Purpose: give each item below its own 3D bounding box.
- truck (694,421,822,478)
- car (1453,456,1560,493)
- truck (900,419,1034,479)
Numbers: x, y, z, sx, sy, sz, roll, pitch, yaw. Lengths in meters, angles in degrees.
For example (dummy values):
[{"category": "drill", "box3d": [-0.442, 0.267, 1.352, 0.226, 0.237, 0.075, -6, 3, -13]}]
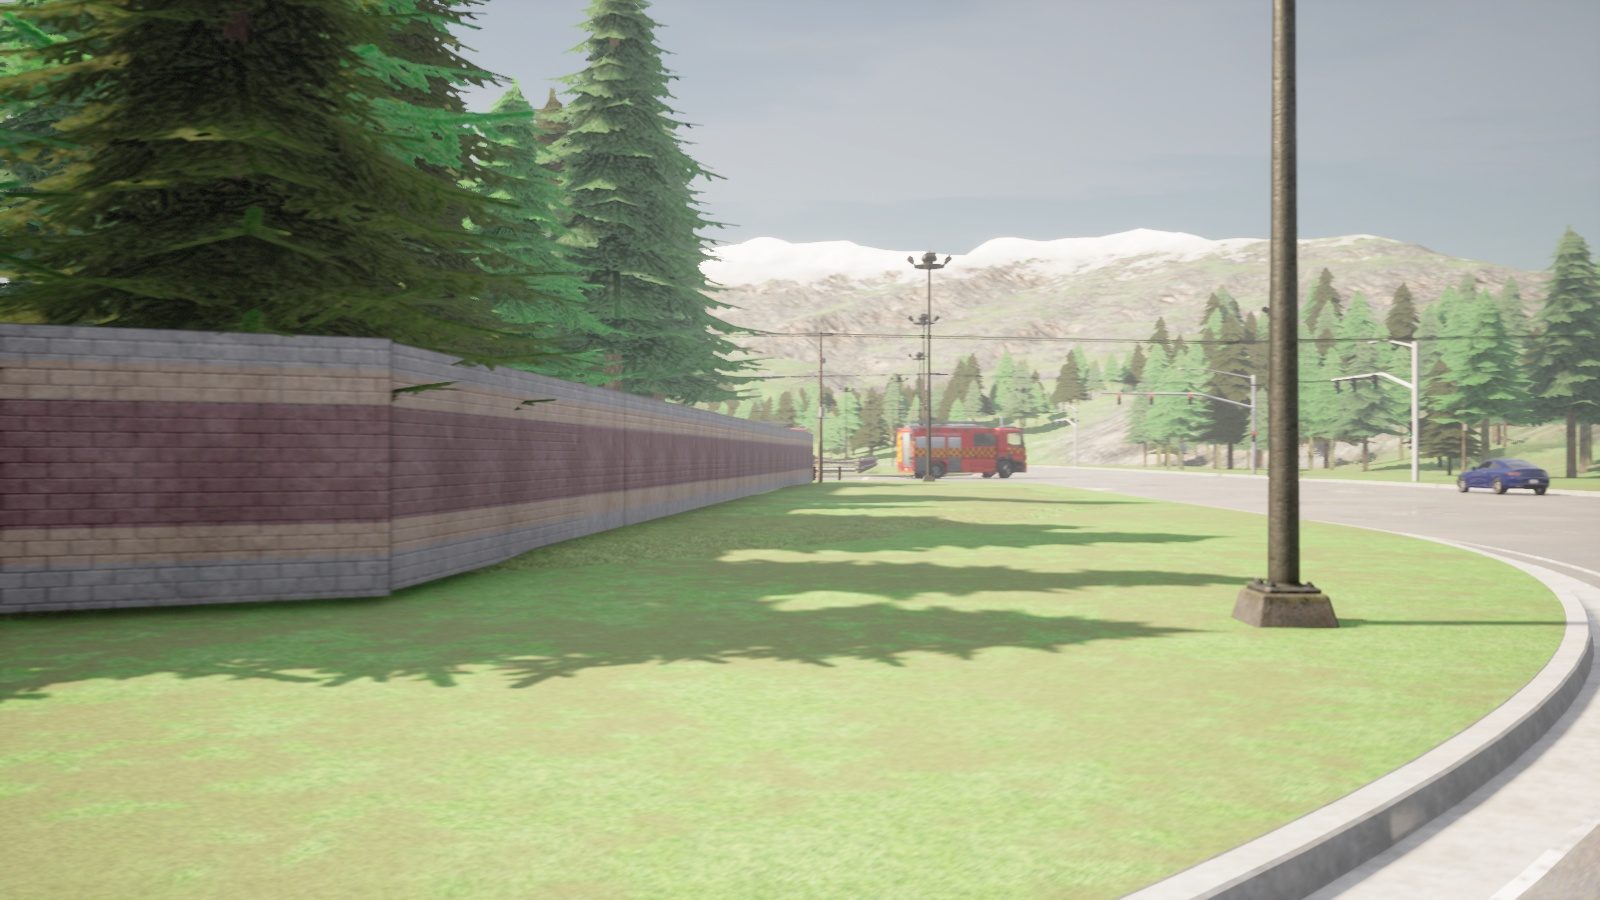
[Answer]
[{"category": "truck", "box3d": [-2.830, -0.022, 85.656, 8.468, 3.827, 2.891, 0, 0, 4]}, {"category": "car", "box3d": [28.547, 0.953, 50.903, 1.812, 1.442, 4.674, 0, 0, 2]}, {"category": "truck", "box3d": [11.149, -0.056, 83.852, 8.468, 3.827, 2.891, 0, 0, -19]}]
